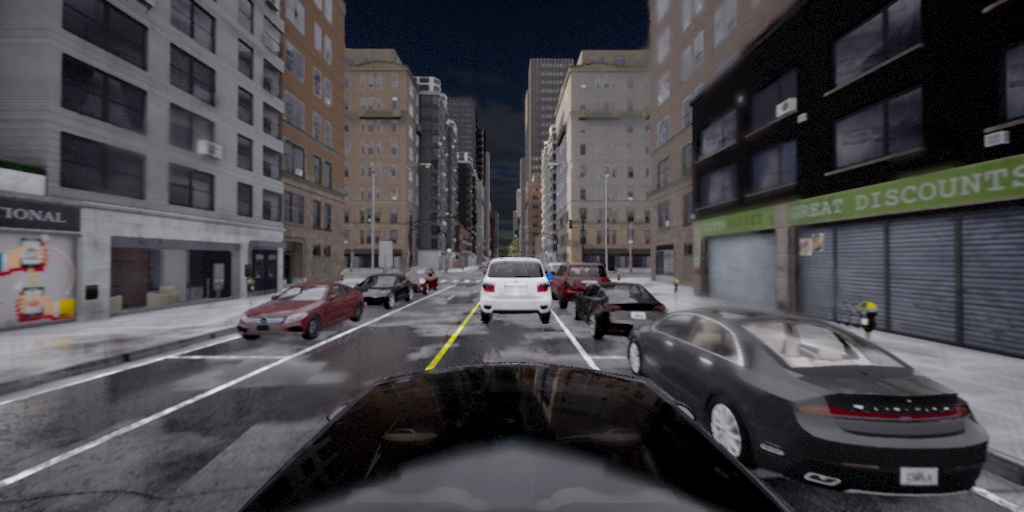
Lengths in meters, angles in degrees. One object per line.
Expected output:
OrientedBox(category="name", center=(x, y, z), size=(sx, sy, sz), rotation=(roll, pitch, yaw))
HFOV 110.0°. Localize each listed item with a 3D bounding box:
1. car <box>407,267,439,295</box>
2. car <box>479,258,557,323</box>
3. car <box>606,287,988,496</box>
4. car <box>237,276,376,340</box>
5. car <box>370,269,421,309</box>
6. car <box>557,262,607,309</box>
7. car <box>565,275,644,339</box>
OrientedBox(category="car", center=(-5.628, 1.383, 21.278), size=(1.967, 1.591, 4.097), rotation=(0, 0, 0))
OrientedBox(category="car", center=(0.121, 1.082, 12.806), size=(2.150, 2.045, 5.566), rotation=(0, 0, 0))
OrientedBox(category="car", center=(2.862, 1.330, 4.694), size=(2.007, 1.370, 4.403), rotation=(0, 0, 0))
OrientedBox(category="car", center=(-5.652, 1.416, 10.228), size=(1.802, 1.307, 4.207), rotation=(0, 0, 0))
OrientedBox(category="car", center=(-5.640, 1.455, 15.753), size=(1.948, 1.339, 4.313), rotation=(0, 0, 0))
OrientedBox(category="car", center=(2.886, 1.203, 15.741), size=(2.192, 1.841, 5.009), rotation=(0, 0, 0))
OrientedBox(category="car", center=(2.874, 1.400, 10.217), size=(1.948, 1.339, 4.313), rotation=(0, 0, 0))
